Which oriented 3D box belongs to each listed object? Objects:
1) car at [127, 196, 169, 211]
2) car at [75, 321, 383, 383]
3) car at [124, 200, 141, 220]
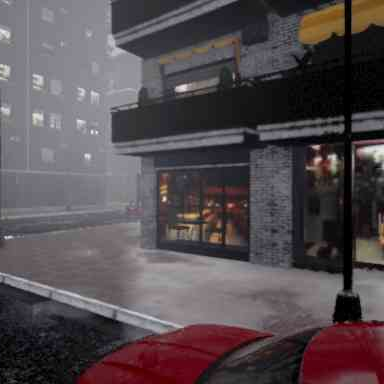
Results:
[{"bbox_3d":[-4.722,1.186,36.328,1.752,1.417,4.829,1,1,35],"label":"car"},{"bbox_3d":[1.113,1.545,1.926,4.507,1.381,1.887,0,0,35],"label":"car"},{"bbox_3d":[-3.027,1.209,24.702,1.967,1.590,4.097,1,1,35],"label":"car"}]
